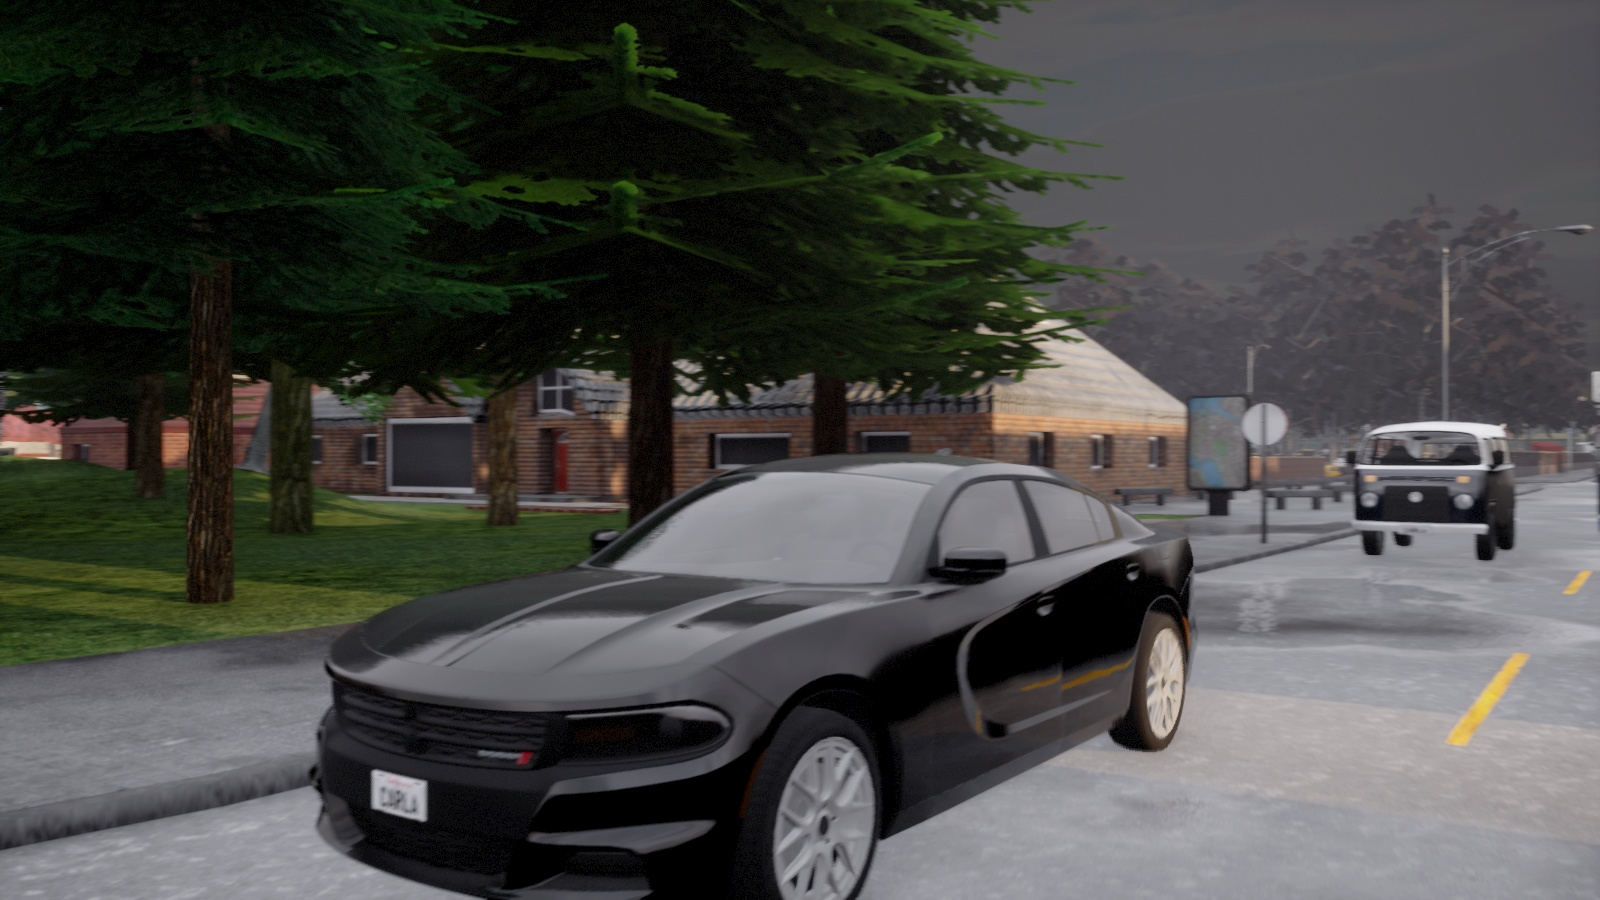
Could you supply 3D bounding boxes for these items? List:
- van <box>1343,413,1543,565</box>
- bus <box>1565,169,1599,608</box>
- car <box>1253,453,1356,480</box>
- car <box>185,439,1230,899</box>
[{"bbox_3d":[9.921,0.529,19.184,2.069,2.038,4.480,0,0,36],"label":"van"},{"bbox_3d":[12.108,-0.599,15.383,3.944,4.253,10.273,0,0,35],"label":"bus"},{"bbox_3d":[29.508,0.952,73.556,5.366,1.575,1.801,0,0,33],"label":"car"},{"bbox_3d":[0.203,0.751,5.614,1.882,1.535,5.008,0,0,36],"label":"car"}]
